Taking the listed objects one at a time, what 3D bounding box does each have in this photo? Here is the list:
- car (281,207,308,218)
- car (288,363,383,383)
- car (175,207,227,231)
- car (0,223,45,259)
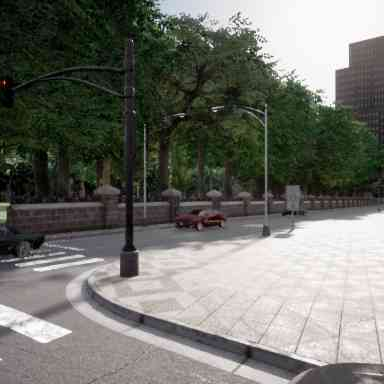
[{"bbox_3d":[12.808,2.487,41.515,1.895,1.301,4.718,0,-1,36],"label":"car"},{"bbox_3d":[2.371,1.551,1.272,4.403,1.369,2.008,0,0,36],"label":"car"},{"bbox_3d":[0.751,1.926,24.516,1.882,1.535,5.008,0,-1,36],"label":"car"},{"bbox_3d":[-7.282,1.722,10.881,1.895,1.301,4.718,0,-1,21],"label":"car"}]
